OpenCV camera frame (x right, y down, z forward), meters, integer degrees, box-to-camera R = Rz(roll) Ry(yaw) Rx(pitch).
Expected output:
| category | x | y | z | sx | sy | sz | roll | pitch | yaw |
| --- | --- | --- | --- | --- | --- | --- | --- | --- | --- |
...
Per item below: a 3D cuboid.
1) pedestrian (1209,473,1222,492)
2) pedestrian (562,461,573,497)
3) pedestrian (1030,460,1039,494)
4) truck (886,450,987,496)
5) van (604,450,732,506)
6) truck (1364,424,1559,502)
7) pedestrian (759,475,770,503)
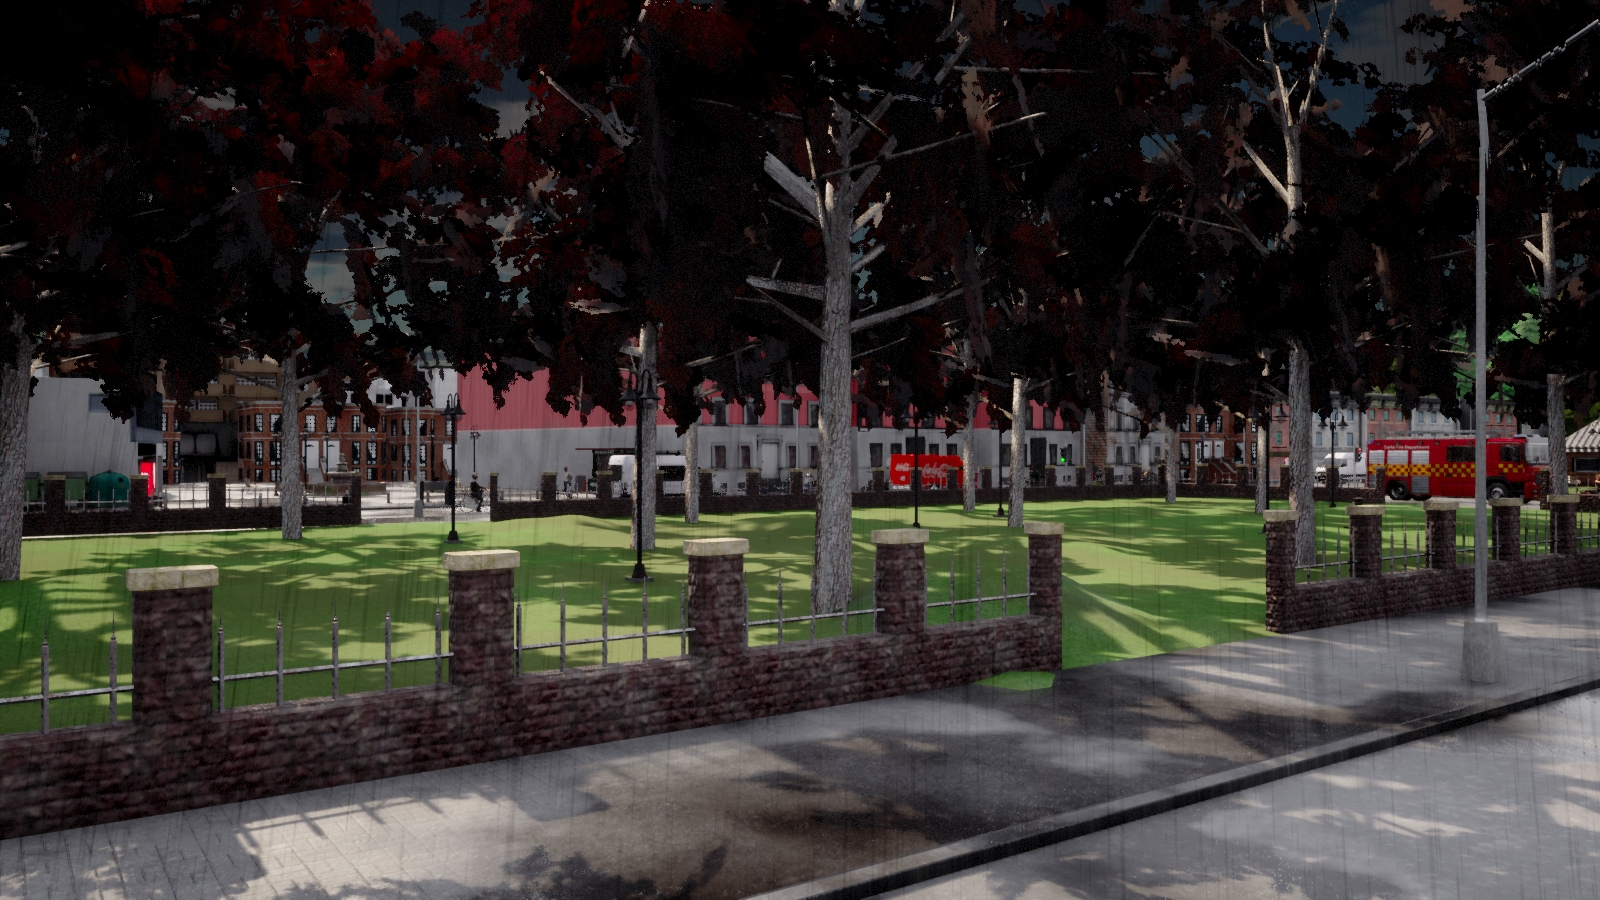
| category | x | y | z | sx | sy | sz | roll | pitch | yaw |
| --- | --- | --- | --- | --- | --- | --- | --- | --- | --- |
| pedestrian | 24.099 | 1.883 | 66.252 | 0.500 | 1.100 | 0.500 | 0 | 0 | -34 |
| pedestrian | -12.202 | 1.514 | 59.968 | 0.375 | 1.860 | 0.375 | 0 | 0 | -44 |
| pedestrian | 13.007 | 1.506 | 63.373 | 0.375 | 1.860 | 0.375 | 0 | 0 | 38 |
| truck | 7.794 | 1.307 | 65.161 | 5.204 | 2.467 | 2.627 | 2 | -1 | -35 |
| van | -6.346 | 1.304 | 55.265 | 5.915 | 2.561 | 1.988 | 0 | 0 | -35 |
| truck | 34.631 | 0.645 | 60.204 | 2.891 | 3.827 | 8.468 | 0 | 0 | -34 |
| pedestrian | -1.642 | 1.792 | 52.676 | 0.375 | 1.300 | 0.375 | 0 | 0 | -35 |
